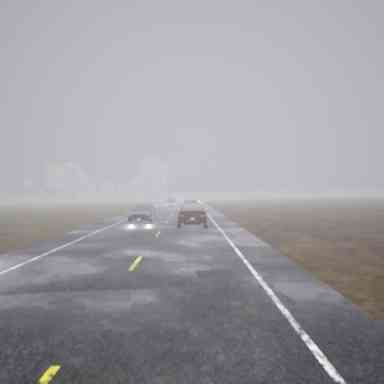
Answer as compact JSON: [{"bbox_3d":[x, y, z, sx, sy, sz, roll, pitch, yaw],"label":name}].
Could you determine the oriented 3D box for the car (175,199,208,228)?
[{"bbox_3d":[0.007,1.464,22.280,1.882,1.535,5.008,0,0,0],"label":"car"}]

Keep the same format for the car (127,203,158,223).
[{"bbox_3d":[-3.720,1.533,25.795,2.033,1.411,5.357,0,0,-1],"label":"car"}]

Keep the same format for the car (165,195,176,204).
[{"bbox_3d":[-4.288,1.351,66.263,2.097,1.767,4.553,0,0,-1],"label":"car"}]
